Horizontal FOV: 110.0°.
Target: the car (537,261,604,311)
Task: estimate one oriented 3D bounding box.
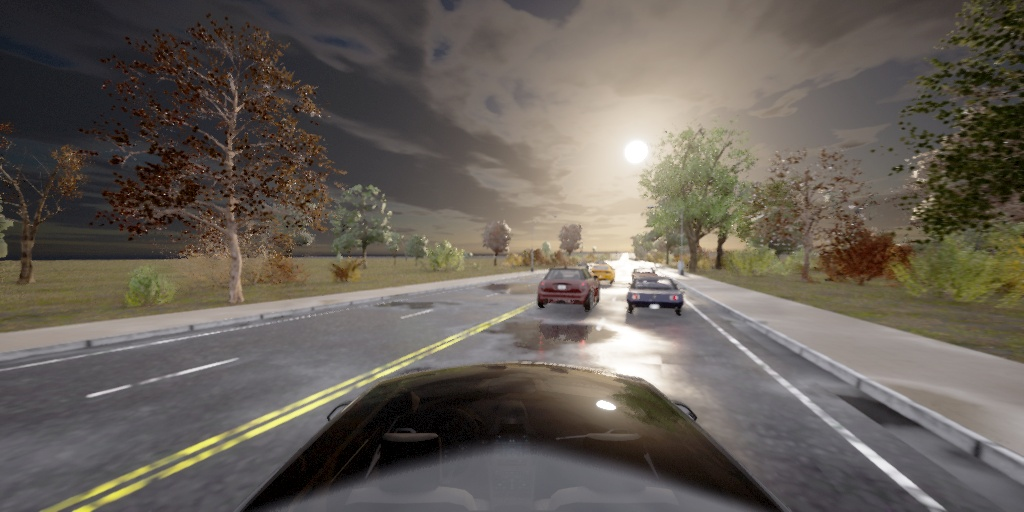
[{"bbox_3d":[2.590,1.222,15.562,2.097,1.767,4.553,0,-1,19],"label":"car"}]

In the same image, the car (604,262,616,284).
[{"bbox_3d":[7.732,1.469,30.528,1.882,1.535,5.008,0,0,19],"label":"car"}]

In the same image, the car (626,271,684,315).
[{"bbox_3d":[5.607,1.459,14.353,1.895,1.301,4.718,0,-1,19],"label":"car"}]

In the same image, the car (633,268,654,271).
[{"bbox_3d":[10.473,1.574,28.536,1.895,1.301,4.718,0,0,19],"label":"car"}]
